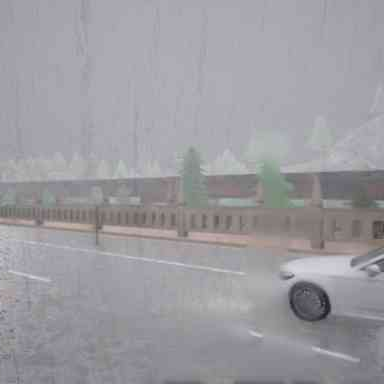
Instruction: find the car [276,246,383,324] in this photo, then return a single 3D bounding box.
[{"bbox_3d":[3.783,1.523,5.550,4.674,1.442,1.812,-1,0,36],"label":"car"}]
